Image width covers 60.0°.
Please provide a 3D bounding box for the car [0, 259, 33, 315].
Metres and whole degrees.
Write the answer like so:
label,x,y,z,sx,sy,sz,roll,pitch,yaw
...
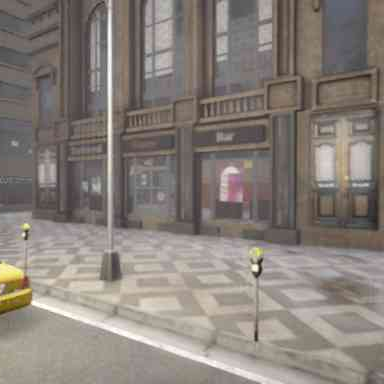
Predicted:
label,x,y,z,sx,sy,sz,roll,pitch,yaw
car,-4.951,1.438,6.225,4.829,1.417,1.752,1,1,33
